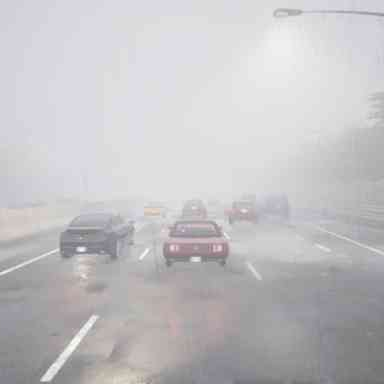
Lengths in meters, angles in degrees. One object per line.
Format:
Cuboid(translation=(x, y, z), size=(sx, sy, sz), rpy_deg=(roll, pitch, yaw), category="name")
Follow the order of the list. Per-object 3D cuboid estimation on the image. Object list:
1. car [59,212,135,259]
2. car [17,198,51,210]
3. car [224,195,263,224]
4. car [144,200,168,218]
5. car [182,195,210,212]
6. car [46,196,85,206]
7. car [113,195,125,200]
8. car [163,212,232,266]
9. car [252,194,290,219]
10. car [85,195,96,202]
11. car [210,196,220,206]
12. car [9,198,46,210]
Cuboid(translation=(-3.380, 1.507, 12.608), size=(1.837, 1.490, 4.892), rpy_deg=(0, 0, 0), category="car")
Cuboid(translation=(-20.866, 1.547, 44.252), size=(2.128, 1.511, 4.902), rpy_deg=(0, 0, 1), category="car")
Cuboid(translation=(3.568, 1.367, 24.724), size=(2.097, 1.767, 4.553), rpy_deg=(0, 0, 0), category="car")
Cuboid(translation=(-3.296, 1.502, 30.946), size=(1.882, 1.535, 5.008), rpy_deg=(0, 0, 0), category="car")
Cuboid(translation=(0.194, 1.374, 29.192), size=(2.097, 1.767, 4.553), rpy_deg=(0, 0, 0), category="car")
Cuboid(translation=(-13.940, 1.389, 36.986), size=(2.097, 1.767, 4.553), rpy_deg=(0, 0, 1), category="car")
Cuboid(translation=(-16.887, 1.486, 76.948), size=(2.097, 1.767, 4.553), rpy_deg=(0, 0, 1), category="car")
Cuboid(translation=(0.116, 1.602, 11.559), size=(1.895, 1.301, 4.718), rpy_deg=(0, 0, 0), category="car")
Cuboid(translation=(6.963, 1.244, 29.089), size=(2.150, 2.045, 5.566), rpy_deg=(0, 0, 2), category="car")
Cuboid(translation=(-23.887, 1.486, 77.060), size=(2.097, 1.767, 4.553), rpy_deg=(0, 0, 1), category="car")
Cuboid(translation=(3.866, 1.660, 59.017), size=(1.994, 1.385, 4.181), rpy_deg=(0, 0, 1), category="car")
Cuboid(translation=(-17.456, 1.634, 35.598), size=(1.895, 1.301, 4.718), rpy_deg=(0, 0, 1), category="car")
